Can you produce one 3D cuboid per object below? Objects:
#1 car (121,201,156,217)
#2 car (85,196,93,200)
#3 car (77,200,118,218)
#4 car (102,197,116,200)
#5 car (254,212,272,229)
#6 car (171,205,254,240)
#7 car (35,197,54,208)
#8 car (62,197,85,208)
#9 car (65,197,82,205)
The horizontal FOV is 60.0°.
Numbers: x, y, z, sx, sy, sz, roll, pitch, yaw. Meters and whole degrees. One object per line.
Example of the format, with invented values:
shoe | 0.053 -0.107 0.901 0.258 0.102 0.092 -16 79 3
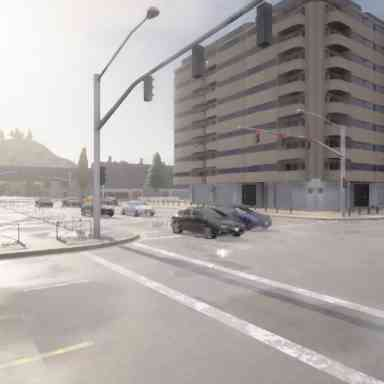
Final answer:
car | -5.271 1.582 31.983 1.812 1.442 4.674 0 0 -36
car | -19.709 1.533 64.778 1.882 1.535 5.008 0 0 -35
car | -8.808 1.656 30.892 1.895 1.301 4.718 0 0 -35
car | -14.309 1.581 57.155 1.812 1.442 4.674 0 0 -35
car | 2.814 1.568 21.060 1.812 1.442 4.674 0 0 -41
car | 0.689 1.541 17.492 1.837 1.490 4.892 0 -1 -35
car | -22.062 1.533 49.688 1.882 1.535 5.008 0 0 -35
car | -18.264 1.562 50.358 1.837 1.490 4.892 0 -1 -35
car | -22.117 1.619 62.122 1.994 1.385 4.181 0 0 -35
